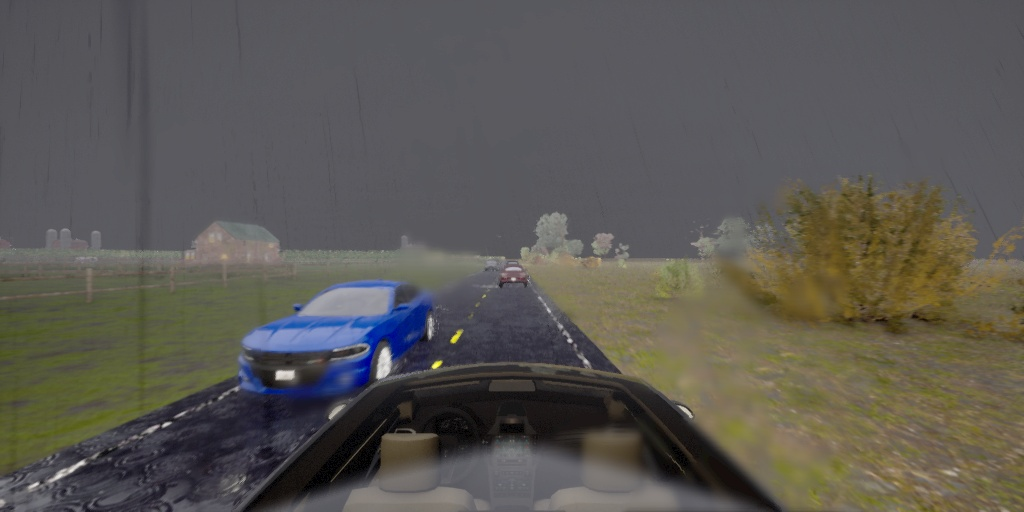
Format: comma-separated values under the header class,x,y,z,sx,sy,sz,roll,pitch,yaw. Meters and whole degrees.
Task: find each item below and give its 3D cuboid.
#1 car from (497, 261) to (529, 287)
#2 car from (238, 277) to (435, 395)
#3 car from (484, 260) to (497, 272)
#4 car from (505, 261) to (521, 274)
class,x,y,z,sx,sy,sz,roll,pitch,yaw
car,0.099,1.310,24.905,1.812,1.442,4.674,0,0,0
car,-2.851,1.229,7.014,1.882,1.535,5.008,0,0,0
car,-2.820,1.386,50.467,1.837,1.490,4.892,0,-1,0
car,0.098,1.357,43.379,1.837,1.490,4.892,0,0,0
